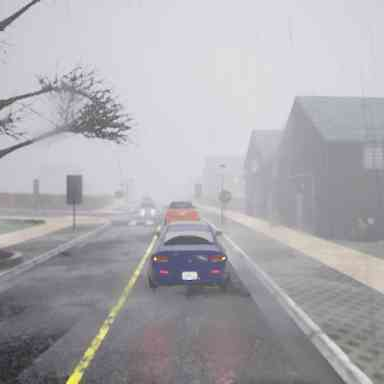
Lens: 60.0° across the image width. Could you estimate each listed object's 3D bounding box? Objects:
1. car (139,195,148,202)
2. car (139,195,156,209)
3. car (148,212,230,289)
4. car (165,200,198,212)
[{"bbox_3d":[-10.744,1.377,73.295,1.812,1.442,4.674,0,0,-12],"label":"car"},{"bbox_3d":[-5.679,1.492,42.928,1.994,1.385,4.181,0,0,-7],"label":"car"},{"bbox_3d":[-0.107,1.511,8.996,1.812,1.442,4.674,0,0,-2],"label":"car"},{"bbox_3d":[-0.714,1.318,21.756,2.097,1.767,4.553,0,0,-3],"label":"car"}]
